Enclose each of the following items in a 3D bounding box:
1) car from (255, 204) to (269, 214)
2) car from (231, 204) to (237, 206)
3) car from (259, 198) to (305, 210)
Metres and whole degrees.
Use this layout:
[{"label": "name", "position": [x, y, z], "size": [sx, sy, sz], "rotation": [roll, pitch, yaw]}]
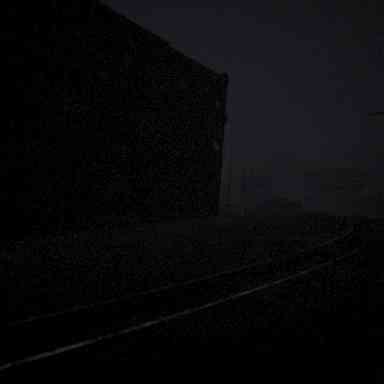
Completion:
[{"label": "car", "position": [12.732, 3.129, 60.153], "size": [2.002, 1.452, 4.674], "rotation": [1, -5, 18]}, {"label": "car", "position": [7.994, 3.137, 63.652], "size": [1.946, 1.575, 5.366], "rotation": [2, -5, 18]}, {"label": "car", "position": [11.053, 1.487, 40.059], "size": [4.902, 1.511, 2.128], "rotation": [0, -5, 38]}]
